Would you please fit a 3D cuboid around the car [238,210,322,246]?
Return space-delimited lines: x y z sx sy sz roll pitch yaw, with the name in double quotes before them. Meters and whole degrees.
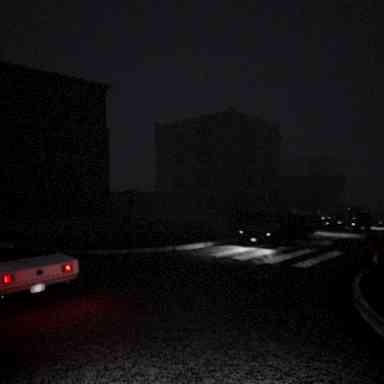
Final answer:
"car" 4.482 1.821 16.887 2.033 1.411 5.357 -2 -3 41

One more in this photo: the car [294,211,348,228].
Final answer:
"car" 13.380 2.829 34.598 4.792 1.488 2.163 -1 -4 40

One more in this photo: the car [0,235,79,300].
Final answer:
"car" -4.912 1.767 8.394 4.718 1.301 1.895 -1 -1 40

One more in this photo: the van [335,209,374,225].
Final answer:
"van" 22.123 3.415 45.301 4.442 1.987 1.878 -1 -4 40

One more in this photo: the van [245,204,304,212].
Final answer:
"van" 6.058 1.921 26.066 4.442 1.987 1.878 -1 -4 40

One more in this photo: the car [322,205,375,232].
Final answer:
"car" 12.614 2.051 26.579 2.150 2.045 5.566 -1 -4 40

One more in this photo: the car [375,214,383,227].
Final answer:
"car" 21.755 3.184 37.487 2.128 1.511 4.902 -1 -5 40

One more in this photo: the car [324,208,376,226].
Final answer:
"car" 20.406 3.218 43.107 5.566 2.045 2.435 -1 -4 40

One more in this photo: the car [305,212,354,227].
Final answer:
"car" 15.145 3.009 36.751 4.674 1.452 2.002 -1 -4 40
